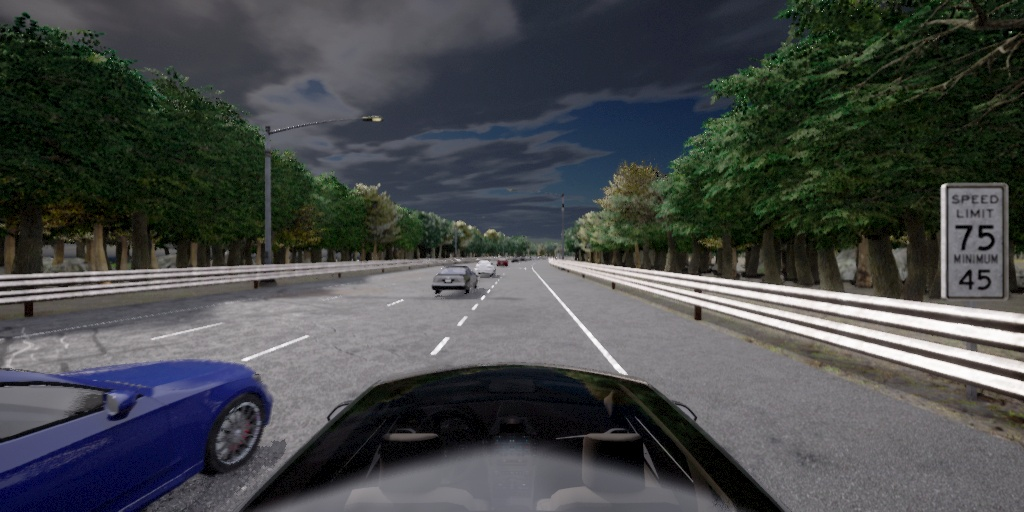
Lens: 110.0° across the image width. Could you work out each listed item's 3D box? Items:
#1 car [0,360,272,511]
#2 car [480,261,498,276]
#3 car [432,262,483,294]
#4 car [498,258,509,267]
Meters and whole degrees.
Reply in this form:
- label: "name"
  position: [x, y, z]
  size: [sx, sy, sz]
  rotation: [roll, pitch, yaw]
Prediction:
- label: "car"
  position: [-3.478, 1.283, 1.826]
  size: [1.812, 1.442, 4.674]
  rotation: [0, 0, 1]
- label: "car"
  position: [-2.667, 1.228, 35.424]
  size: [1.812, 1.442, 4.674]
  rotation: [0, 0, 1]
- label: "car"
  position: [-3.039, 1.267, 19.980]
  size: [2.033, 1.411, 5.357]
  rotation: [0, 0, 1]
- label: "car"
  position: [-1.623, 1.143, 65.290]
  size: [1.882, 1.535, 5.008]
  rotation: [0, 0, 3]
